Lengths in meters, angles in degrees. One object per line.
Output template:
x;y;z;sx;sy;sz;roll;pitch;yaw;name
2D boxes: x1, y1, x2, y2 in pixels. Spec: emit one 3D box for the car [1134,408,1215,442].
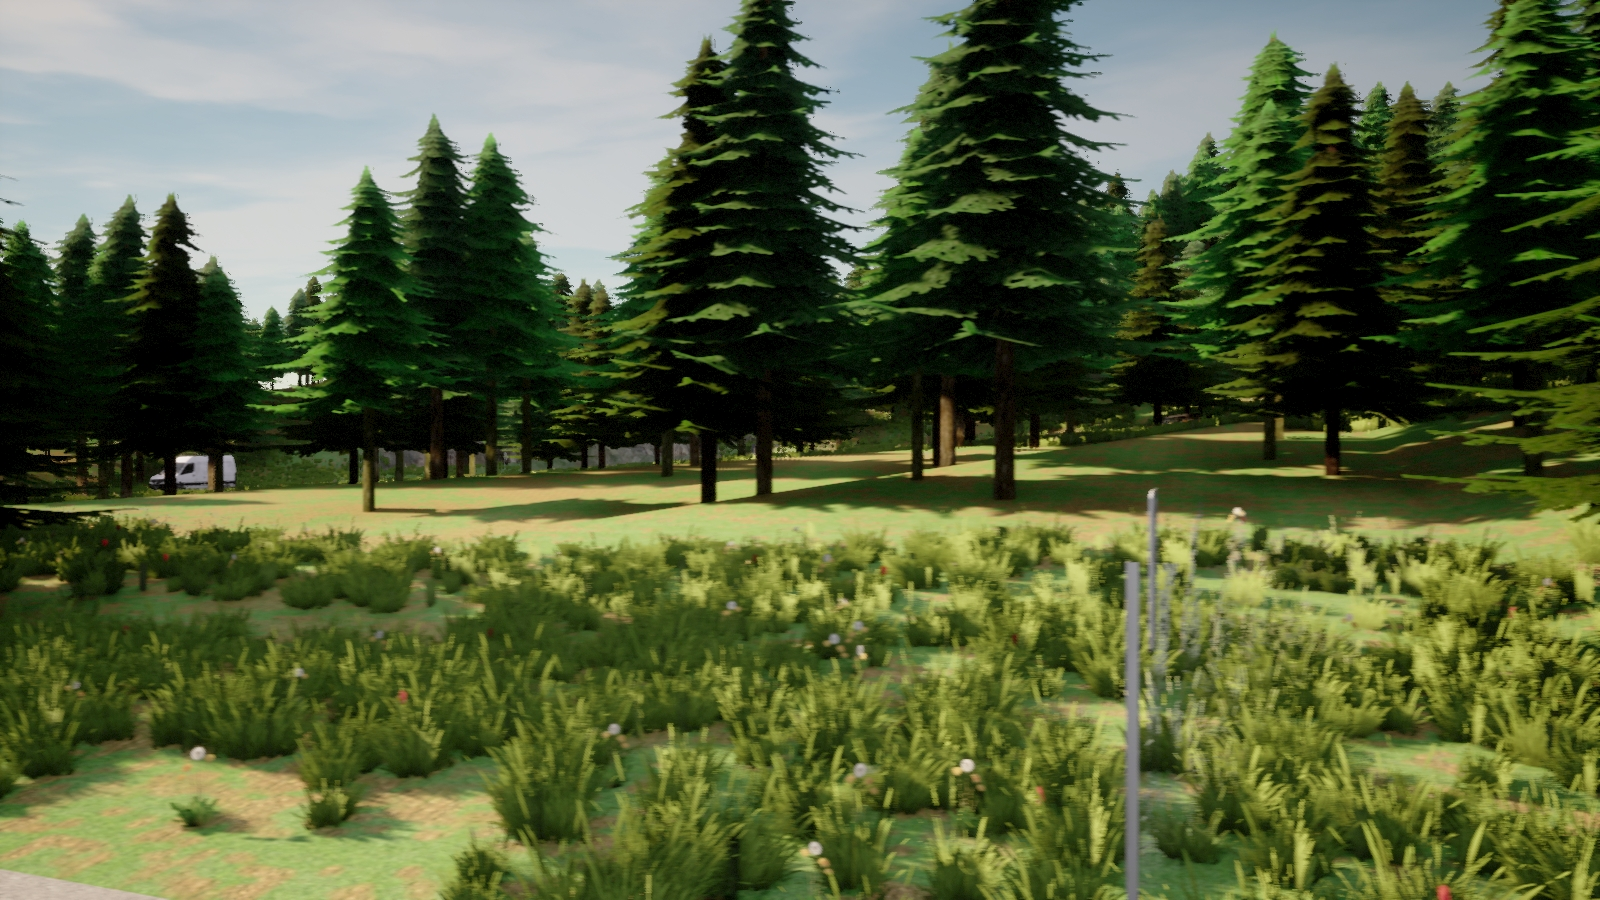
24.278;-1.590;74.174;2.097;1.767;4.553;0;-5;-33;car
